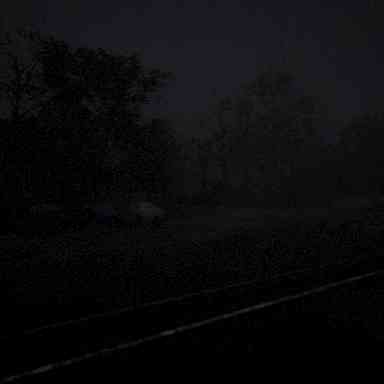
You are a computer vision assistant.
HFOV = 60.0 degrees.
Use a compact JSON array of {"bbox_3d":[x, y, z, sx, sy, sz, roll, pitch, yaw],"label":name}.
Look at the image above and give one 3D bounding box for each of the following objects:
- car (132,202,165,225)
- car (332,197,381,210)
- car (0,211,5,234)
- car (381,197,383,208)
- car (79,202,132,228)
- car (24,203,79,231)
[{"bbox_3d":[-3.634,1.468,23.936,2.002,1.452,4.674,0,0,-35],"label":"car"},{"bbox_3d":[19.574,1.374,40.453,2.097,1.535,5.008,0,0,-35],"label":"car"},{"bbox_3d":[-11.534,1.488,18.311,2.002,1.452,4.674,0,0,-35],"label":"car"},{"bbox_3d":[24.104,1.383,43.691,2.097,1.535,5.008,0,0,-35],"label":"car"},{"bbox_3d":[-6.204,1.434,22.116,2.097,1.535,5.008,0,0,-35],"label":"car"},{"bbox_3d":[-8.864,1.442,20.208,2.231,1.521,4.892,0,0,-35],"label":"car"}]
